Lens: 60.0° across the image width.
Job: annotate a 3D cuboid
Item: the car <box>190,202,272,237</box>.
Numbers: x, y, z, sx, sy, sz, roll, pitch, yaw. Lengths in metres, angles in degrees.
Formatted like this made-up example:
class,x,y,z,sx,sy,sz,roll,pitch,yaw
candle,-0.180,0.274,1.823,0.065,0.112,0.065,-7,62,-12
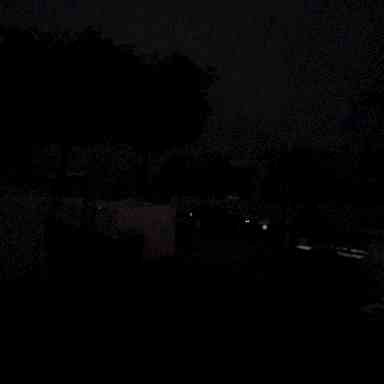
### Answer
class,x,y,z,sx,sy,sz,roll,pitch,yaw
car,1.861,1.298,17.056,2.128,1.511,4.902,1,0,-36

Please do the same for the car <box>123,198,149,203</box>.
class,x,y,z,sx,sy,sz,roll,pitch,yaw
car,-4.166,1.190,25.275,1.812,1.442,4.674,1,0,-36

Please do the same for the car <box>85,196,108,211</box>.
class,x,y,z,sx,sy,sz,roll,pitch,yaw
car,-10.202,1.080,33.511,2.033,1.411,5.357,1,0,-36
